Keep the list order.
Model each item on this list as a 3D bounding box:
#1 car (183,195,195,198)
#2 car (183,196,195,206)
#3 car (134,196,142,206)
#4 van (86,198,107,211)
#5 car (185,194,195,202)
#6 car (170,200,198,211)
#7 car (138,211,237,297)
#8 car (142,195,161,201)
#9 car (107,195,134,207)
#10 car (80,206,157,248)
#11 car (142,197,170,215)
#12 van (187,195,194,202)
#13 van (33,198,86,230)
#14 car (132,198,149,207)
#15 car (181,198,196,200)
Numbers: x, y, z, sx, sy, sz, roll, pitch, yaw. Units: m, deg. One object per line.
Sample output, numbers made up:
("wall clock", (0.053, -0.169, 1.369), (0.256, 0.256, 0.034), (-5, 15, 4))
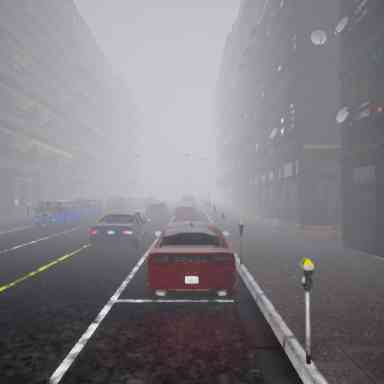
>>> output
("car", (-0.427, 1.490, 37.286), (1.967, 1.590, 4.097), (1, 0, 0))
("car", (-0.470, 1.553, 59.411), (1.967, 1.590, 4.097), (1, 0, 0))
("car", (-8.312, 1.379, 42.876), (2.192, 1.841, 5.009), (1, 0, 0))
("van", (-8.312, 1.368, 26.285), (1.690, 1.788, 3.998), (1, 0, 0))
("car", (-0.469, 1.521, 81.536), (2.192, 1.841, 5.009), (1, 0, 0))
("car", (-0.437, 1.572, 26.224), (1.887, 1.381, 4.507), (1, 0, 0))
("car", (-0.006, 1.482, 8.653), (1.882, 1.535, 5.008), (0, 0, 0))
("car", (-5.775, 1.585, 46.347), (1.837, 1.490, 4.892), (0, -1, 0))
("car", (-8.312, 1.365, 37.346), (2.192, 1.841, 5.009), (1, 0, 0))
("car", (-3.020, 1.558, 14.903), (2.033, 1.411, 5.357), (0, 0, 0))
("car", (-3.015, 1.512, 30.382), (1.882, 1.535, 5.008), (0, 0, 0))
("van", (-0.470, 1.575, 87.068), (1.690, 1.788, 3.998), (1, 0, 0))
("van", (-8.311, 1.358, 20.753), (1.690, 1.788, 3.998), (2, 0, 0))
("car", (-8.319, 1.660, 53.938), (1.947, 1.339, 4.313), (1, 0, 0))
("car", (-0.437, 1.582, 31.754), (1.887, 1.381, 4.507), (1, 0, 0))
